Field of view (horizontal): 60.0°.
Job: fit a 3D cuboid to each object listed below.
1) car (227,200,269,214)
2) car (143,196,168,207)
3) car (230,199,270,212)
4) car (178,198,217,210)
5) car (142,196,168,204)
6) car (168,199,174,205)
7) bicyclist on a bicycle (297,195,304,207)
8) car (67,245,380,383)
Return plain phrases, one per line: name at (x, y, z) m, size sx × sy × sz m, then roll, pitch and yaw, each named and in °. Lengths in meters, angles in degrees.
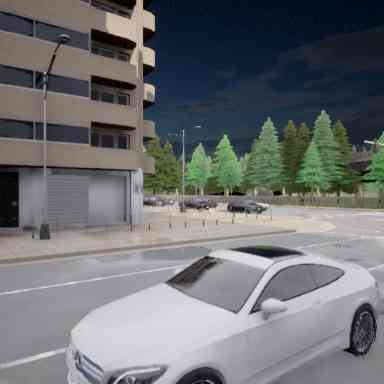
car at (5.555, 1.507, 34.789) m, size 1.994 × 1.385 × 4.181 m, roll 0°, pitch 0°, yaw -35°
car at (-6.206, 1.469, 50.406) m, size 4.674 × 1.442 × 1.812 m, roll 0°, pitch 0°, yaw 43°
car at (6.792, 1.544, 39.172) m, size 1.895 × 1.301 × 4.718 m, roll 0°, pitch 0°, yaw -35°
car at (0.325, 1.491, 42.407) m, size 2.033 × 1.411 × 5.357 m, roll 0°, pitch 0°, yaw -36°
car at (-7.164, 1.544, 64.439) m, size 4.718 × 1.301 × 1.895 m, roll 0°, pitch 0°, yaw 31°
car at (-5.050, 1.435, 54.082) m, size 4.902 × 1.511 × 2.128 m, roll 0°, pitch 0°, yaw 42°
bicyclist on a bicycle at (15.139, 1.243, 46.444) m, size 1.656 × 1.620 × 0.582 m, roll 0°, pitch 0°, yaw -35°
car at (0.780, 1.525, 4.520) m, size 4.674 × 1.442 × 1.812 m, roll 0°, pitch 0°, yaw -36°
